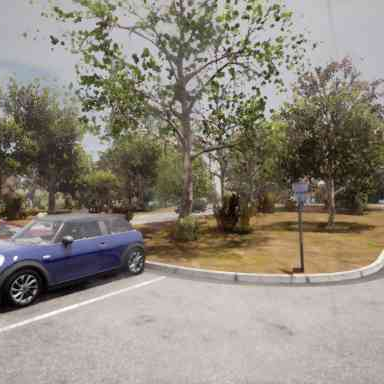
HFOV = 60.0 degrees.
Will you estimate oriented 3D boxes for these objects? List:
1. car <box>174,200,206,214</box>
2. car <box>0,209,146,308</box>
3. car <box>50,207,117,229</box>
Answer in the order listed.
[{"bbox_3d":[-0.146,1.672,37.717,1.812,1.442,4.674,-3,-1,36],"label":"car"},{"bbox_3d":[-3.265,1.359,8.172,2.185,1.767,4.553,0,0,35],"label":"car"},{"bbox_3d":[-8.398,1.982,26.185,1.895,1.301,4.718,-3,-1,36],"label":"car"}]
